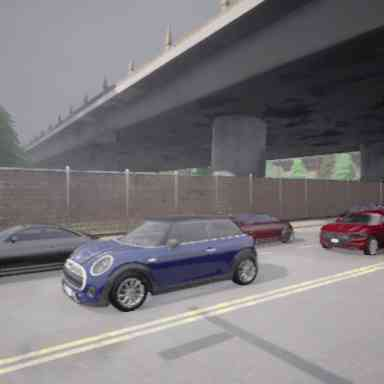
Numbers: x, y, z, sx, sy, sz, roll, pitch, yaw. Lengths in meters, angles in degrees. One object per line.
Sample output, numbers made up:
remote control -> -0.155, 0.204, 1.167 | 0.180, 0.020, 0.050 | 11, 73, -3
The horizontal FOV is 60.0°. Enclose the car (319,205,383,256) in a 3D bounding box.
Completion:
car -> 7.156, 1.476, 13.372 | 5.008, 1.535, 1.882 | 0, 0, -35

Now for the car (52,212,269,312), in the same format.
car -> -0.590, 1.350, 7.855 | 4.553, 1.767, 2.097 | 0, 0, -35

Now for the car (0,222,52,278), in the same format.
car -> -4.606, 1.563, 9.286 | 4.181, 1.385, 1.994 | 0, 0, -35

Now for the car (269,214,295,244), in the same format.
car -> 2.496, 1.563, 14.355 | 4.181, 1.385, 1.994 | 0, 0, -35
